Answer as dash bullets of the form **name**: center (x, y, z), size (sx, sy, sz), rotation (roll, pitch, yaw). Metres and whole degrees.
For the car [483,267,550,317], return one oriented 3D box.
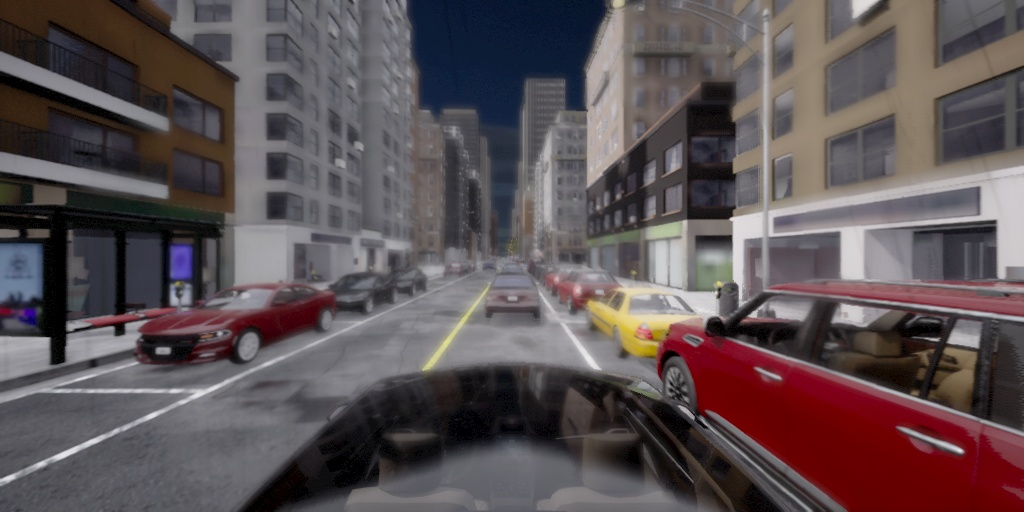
- **car**: center (0.040, 1.303, 13.141), size (2.033, 1.411, 5.357), rotation (0, 0, 0)

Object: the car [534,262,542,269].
- **car**: center (2.846, 1.311, 24.666), size (2.007, 1.370, 4.403), rotation (0, 0, 0)

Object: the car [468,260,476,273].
- **car**: center (-5.689, 1.334, 41.226), size (1.948, 1.339, 4.313), rotation (0, 0, 0)

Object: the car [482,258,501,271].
- **car**: center (-3.070, 1.320, 49.921), size (2.033, 1.411, 5.357), rotation (0, 0, 0)

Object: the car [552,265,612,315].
- **car**: center (2.851, 1.195, 13.618), size (1.967, 1.591, 4.097), rotation (0, 0, 0)

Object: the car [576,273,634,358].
- **car**: center (2.853, 1.278, 8.265), size (1.751, 1.417, 4.829), rotation (0, 0, 0)

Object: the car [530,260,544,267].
- **car**: center (2.843, 1.314, 30.189), size (2.007, 1.370, 4.403), rotation (0, 0, 0)

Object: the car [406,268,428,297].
- **car**: center (-5.677, 1.323, 19.125), size (1.948, 1.339, 4.313), rotation (0, 0, 0)

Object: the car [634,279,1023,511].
- **car**: center (2.856, 1.065, 2.571), size (2.192, 1.841, 5.009), rotation (0, 0, 0)

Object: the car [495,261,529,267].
- **car**: center (0.032, 1.310, 28.150), size (2.033, 1.411, 5.357), rotation (0, 0, 0)

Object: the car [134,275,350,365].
- **car**: center (-5.672, 1.298, 8.075), size (1.888, 1.381, 4.507), rotation (0, 0, 0)

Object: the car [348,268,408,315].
- **car**: center (-5.675, 1.321, 13.600), size (1.948, 1.339, 4.313), rotation (0, 0, 0)

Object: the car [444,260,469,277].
- **car**: center (-5.686, 1.347, 35.701), size (1.802, 1.307, 4.207), rotation (0, 0, 0)

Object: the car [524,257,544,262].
- **car**: center (2.837, 1.083, 41.237), size (2.192, 1.841, 5.009), rotation (0, 0, 0)

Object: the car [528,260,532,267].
- **car**: center (2.840, 1.332, 35.713), size (1.948, 1.339, 4.313), rotation (0, 0, 0)

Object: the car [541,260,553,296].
- **car**: center (2.848, 1.198, 19.142), size (1.967, 1.591, 4.097), rotation (0, 0, 0)
